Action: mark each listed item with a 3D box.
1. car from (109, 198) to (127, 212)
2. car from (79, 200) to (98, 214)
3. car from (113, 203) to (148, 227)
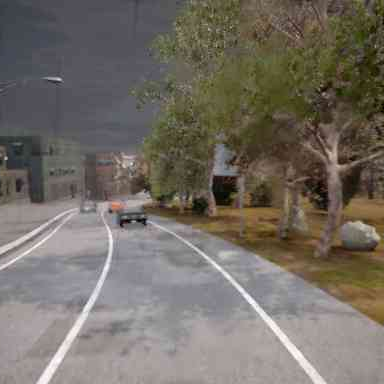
[{"bbox_3d":[-9.211,1.537,41.407,2.097,1.767,4.553,-2,0,-13],"label":"car"},{"bbox_3d":[-12.334,1.767,39.815,2.128,1.511,4.902,-2,0,-13],"label":"car"},{"bbox_3d":[-4.478,1.690,24.212,1.895,1.301,4.718,-2,0,-16],"label":"car"}]
